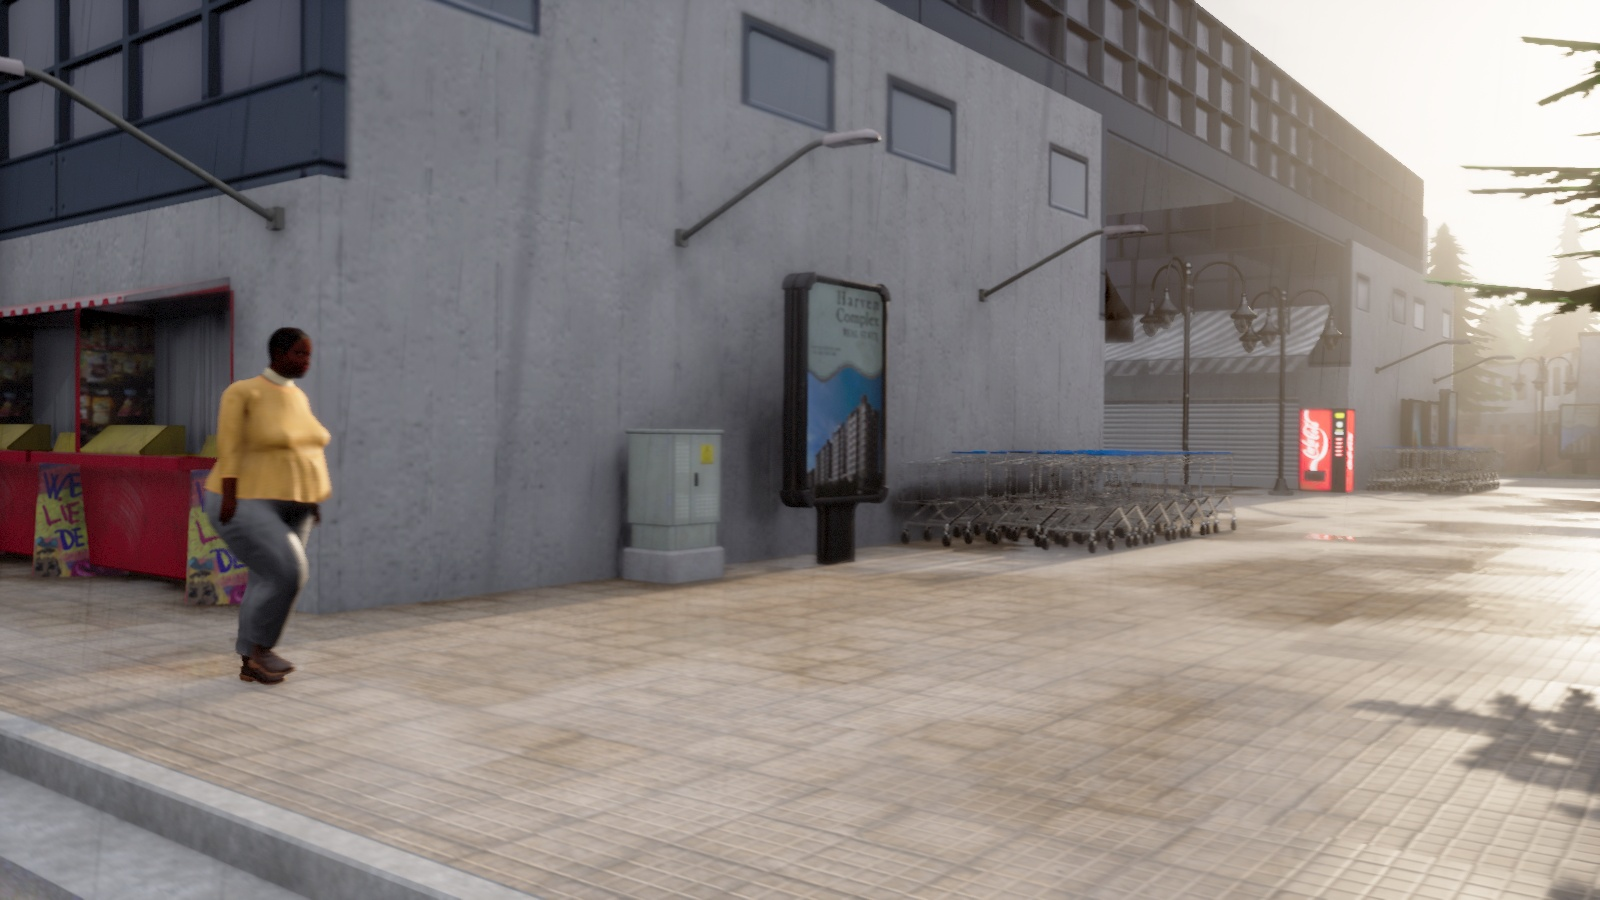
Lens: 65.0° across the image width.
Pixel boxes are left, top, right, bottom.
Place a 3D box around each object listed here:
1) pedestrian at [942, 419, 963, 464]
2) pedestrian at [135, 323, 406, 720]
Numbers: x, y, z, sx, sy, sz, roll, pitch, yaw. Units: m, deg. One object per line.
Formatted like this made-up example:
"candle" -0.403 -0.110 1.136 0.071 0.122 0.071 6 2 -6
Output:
"pedestrian" 6.657 -0.376 54.891 0.788 1.949 0.423 0 1 40
"pedestrian" -2.671 0.332 6.412 0.900 1.855 0.874 0 1 16
